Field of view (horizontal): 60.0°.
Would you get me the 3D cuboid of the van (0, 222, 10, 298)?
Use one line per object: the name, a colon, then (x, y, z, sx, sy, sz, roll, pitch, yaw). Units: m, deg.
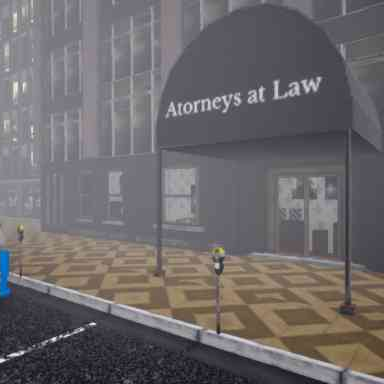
van: (-5.327, 1.341, 6.698, 3.998, 1.788, 1.690, 0, 0, 36)
